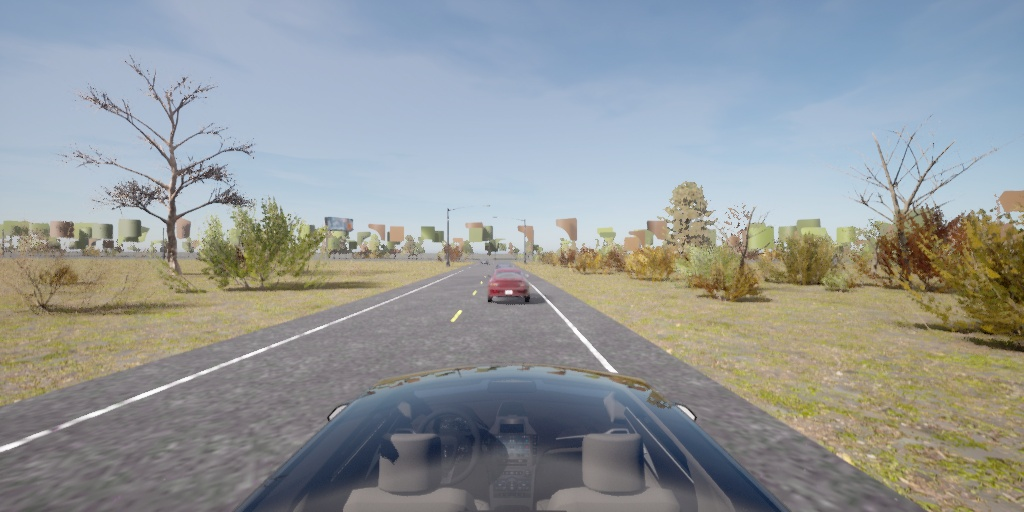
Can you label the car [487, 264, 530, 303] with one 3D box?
[{"bbox_3d":[-0.179,1.274,16.572,1.812,1.442,4.674,0,0,-1],"label":"car"}]
